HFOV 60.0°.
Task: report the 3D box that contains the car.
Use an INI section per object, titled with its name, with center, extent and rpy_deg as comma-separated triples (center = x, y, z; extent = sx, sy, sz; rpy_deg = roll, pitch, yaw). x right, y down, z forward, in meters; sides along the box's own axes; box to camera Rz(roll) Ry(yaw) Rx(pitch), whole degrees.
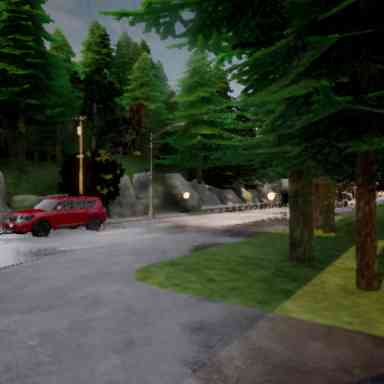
[car]
center = -7.447, 1.306, 18.806
extent = 2.150, 2.045, 5.566
rpy_deg = 0, 0, 34
